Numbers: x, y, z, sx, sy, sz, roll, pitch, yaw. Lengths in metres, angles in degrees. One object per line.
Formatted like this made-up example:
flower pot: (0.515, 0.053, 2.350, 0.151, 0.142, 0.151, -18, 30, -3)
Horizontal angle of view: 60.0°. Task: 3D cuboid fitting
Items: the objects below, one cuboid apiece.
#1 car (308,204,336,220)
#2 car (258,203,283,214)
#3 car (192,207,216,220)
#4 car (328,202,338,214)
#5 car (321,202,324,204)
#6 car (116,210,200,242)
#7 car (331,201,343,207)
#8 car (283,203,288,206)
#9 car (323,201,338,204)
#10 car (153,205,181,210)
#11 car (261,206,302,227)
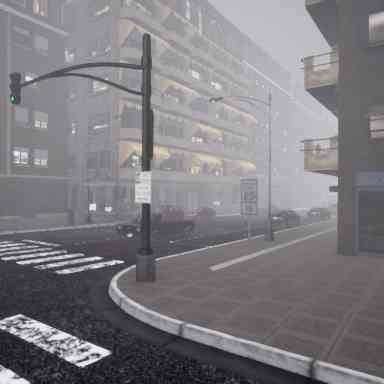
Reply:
car: (14.131, 2.295, 36.796, 1.947, 1.339, 4.313, -1, -2, 35)
car: (10.541, 2.327, 46.201, 1.887, 1.381, 4.507, -1, -1, 35)
car: (0.829, 2.063, 32.220, 1.802, 1.307, 4.206, -1, -1, 35)
car: (20.704, 2.458, 46.257, 1.752, 1.417, 4.829, -1, -2, 35)
car: (29.934, 2.822, 74.187, 1.967, 1.590, 4.097, -1, -1, 35)
car: (-1.808, 1.887, 18.307, 1.895, 1.301, 4.718, 0, -1, 35)
car: (36.416, 3.022, 83.502, 1.967, 1.590, 4.097, -1, -1, 35)
car: (13.682, 2.404, 50.722, 1.752, 1.417, 4.829, -1, -1, 35)
car: (23.570, 2.597, 54.841, 1.812, 1.442, 4.674, 0, -1, 35)
car: (-2.409, 1.821, 27.563, 1.967, 1.590, 4.097, -1, -1, 35)
car: (7.655, 2.095, 27.476, 1.947, 1.339, 4.313, -1, -2, 35)
